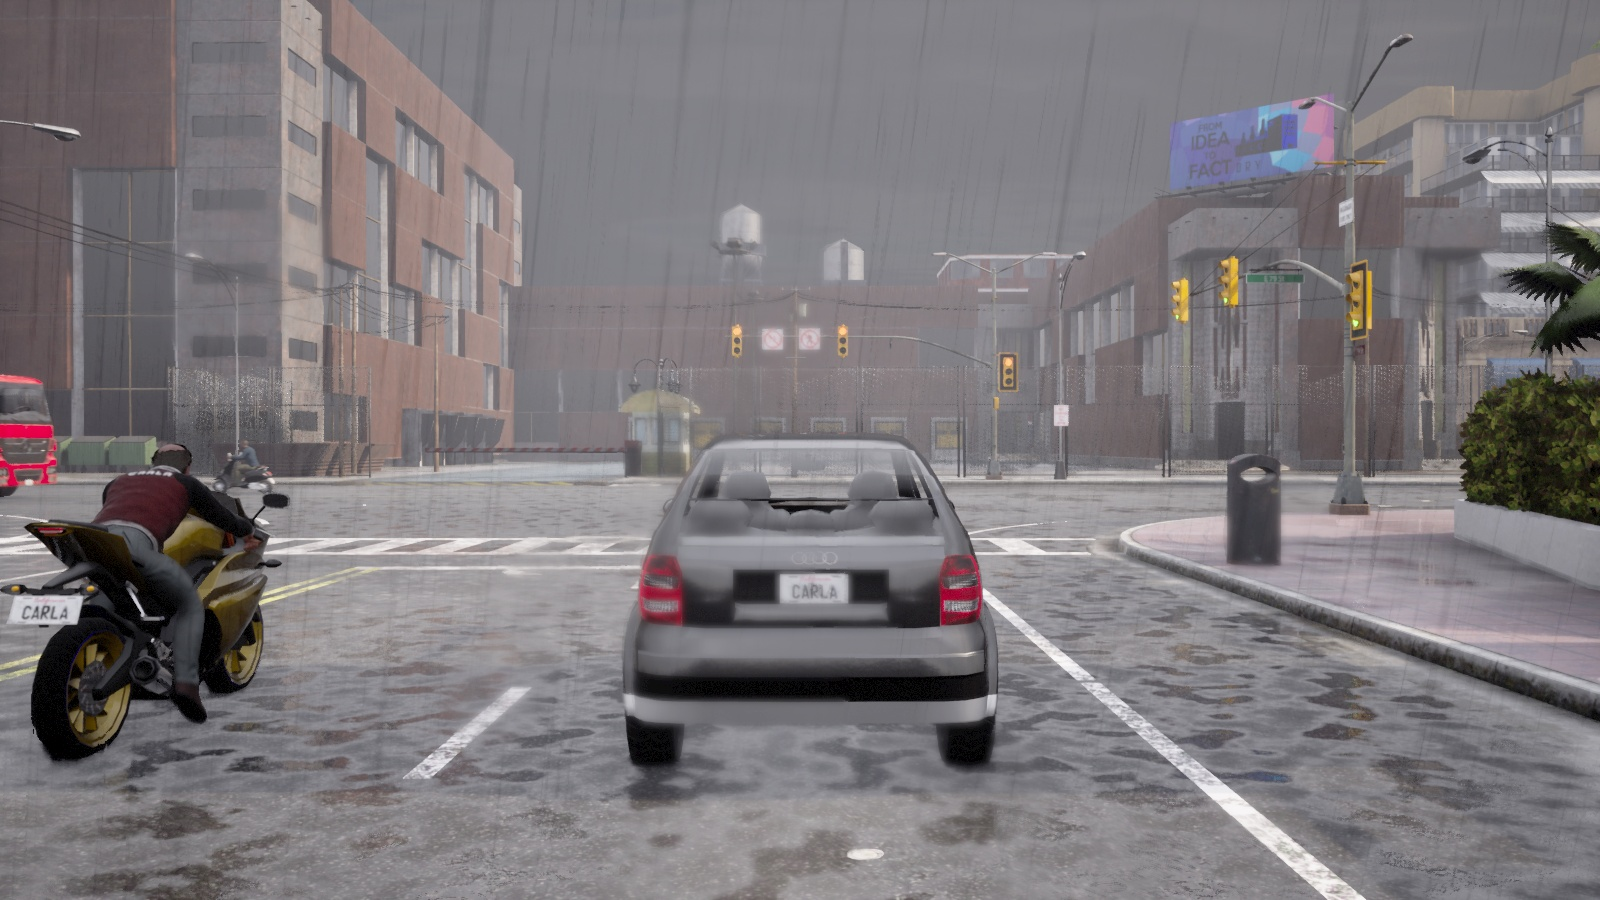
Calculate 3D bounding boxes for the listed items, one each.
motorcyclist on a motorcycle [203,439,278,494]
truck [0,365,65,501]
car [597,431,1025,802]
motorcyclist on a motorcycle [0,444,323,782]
[{"bbox_3d":[-16.417,0.478,36.895,1.817,1.590,0.866,0,0,0],"label":"motorcyclist on a motorcycle"},{"bbox_3d":[-24.412,-0.444,33.482,7.936,3.462,2.891,0,0,1],"label":"truck"},{"bbox_3d":[0.051,0.685,7.106,1.789,1.549,3.705,0,0,0],"label":"car"},{"bbox_3d":[-3.454,0.740,6.845,0.866,1.530,2.191,0,1,0],"label":"motorcyclist on a motorcycle"}]
